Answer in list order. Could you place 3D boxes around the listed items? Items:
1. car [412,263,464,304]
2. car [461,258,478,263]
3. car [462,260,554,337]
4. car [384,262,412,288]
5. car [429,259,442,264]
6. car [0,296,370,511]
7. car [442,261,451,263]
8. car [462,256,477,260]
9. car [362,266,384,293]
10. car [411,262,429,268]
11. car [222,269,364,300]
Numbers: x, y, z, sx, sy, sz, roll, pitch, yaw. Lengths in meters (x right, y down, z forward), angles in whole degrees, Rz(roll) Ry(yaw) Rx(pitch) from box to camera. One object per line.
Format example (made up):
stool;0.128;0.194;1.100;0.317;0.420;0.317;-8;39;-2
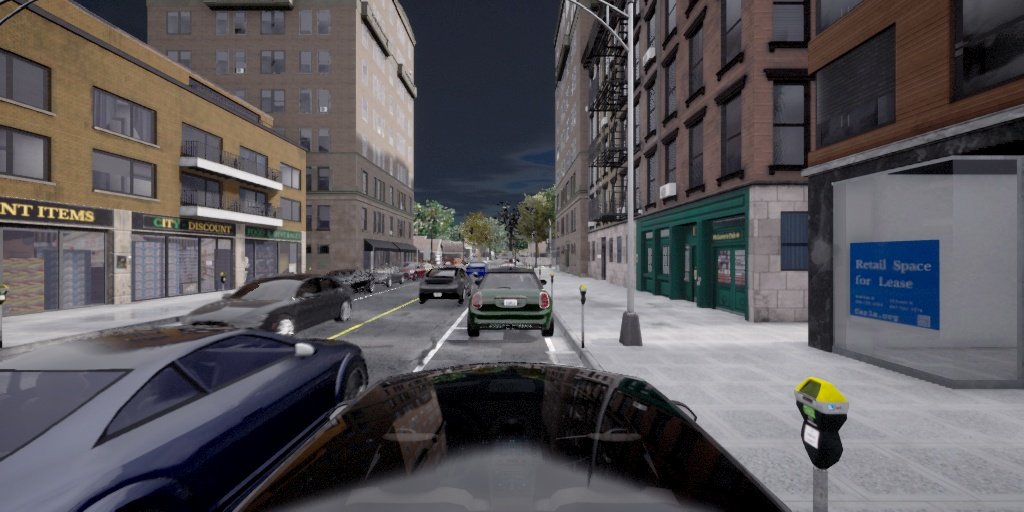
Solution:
car;-2.922;1.257;16.511;1.837;1.490;4.892;0;0;0
car;-3.022;1.235;31.841;1.882;1.535;5.008;0;0;0
car;-0.033;1.103;10.470;2.097;1.767;4.553;0;0;0
car;-8.408;1.303;23.719;2.007;1.370;4.403;0;0;0
car;-8.408;1.285;34.586;1.751;1.417;4.829;0;0;0
car;-2.920;1.313;3.183;1.994;1.385;4.181;0;0;0
car;-8.408;1.204;40.275;1.967;1.591;4.097;0;0;0
car;-5.770;0.742;49.901;2.097;1.767;4.553;0;0;0
car;-8.408;1.316;18.201;1.948;1.339;4.313;0;0;0
car;-8.408;1.195;29.238;1.967;1.591;4.097;0;0;0
car;-5.868;1.255;9.330;1.837;1.490;4.892;0;0;0
